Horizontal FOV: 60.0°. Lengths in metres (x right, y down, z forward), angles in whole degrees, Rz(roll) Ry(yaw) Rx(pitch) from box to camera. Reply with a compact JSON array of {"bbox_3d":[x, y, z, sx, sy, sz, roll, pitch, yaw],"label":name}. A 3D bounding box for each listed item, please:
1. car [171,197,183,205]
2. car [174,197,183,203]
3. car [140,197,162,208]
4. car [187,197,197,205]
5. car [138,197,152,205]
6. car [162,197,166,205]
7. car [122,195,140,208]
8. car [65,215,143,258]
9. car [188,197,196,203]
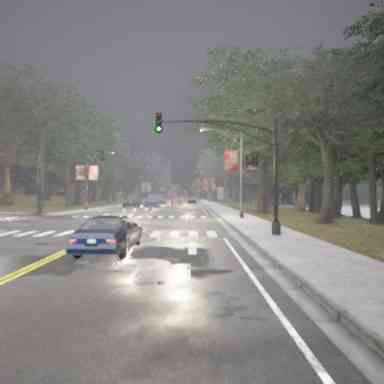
[{"bbox_3d":[-3.240,1.751,70.146,2.097,1.767,4.553,0,0,0],"label":"car"},{"bbox_3d":[-3.238,1.918,80.213,1.895,1.301,4.718,0,-1,0],"label":"car"},{"bbox_3d":[-6.549,1.827,53.635,2.033,1.411,5.357,0,0,1],"label":"car"},{"bbox_3d":[0.010,1.869,69.759,1.882,1.535,5.008,0,0,0],"label":"car"},{"bbox_3d":[-9.740,1.921,69.493,2.128,1.511,4.902,0,0,0],"label":"car"},{"bbox_3d":[-6.490,1.749,69.134,2.097,1.767,4.553,0,0,0],"label":"car"},{"bbox_3d":[-9.799,1.503,54.002,2.150,2.045,5.566,0,0,1],"label":"car"},{"bbox_3d":[-3.148,1.597,12.916,2.033,1.411,5.357,0,0,0],"label":"car"},{"bbox_3d":[0.012,1.862,80.183,2.033,1.411,5.357,0,-1,0],"label":"car"}]
